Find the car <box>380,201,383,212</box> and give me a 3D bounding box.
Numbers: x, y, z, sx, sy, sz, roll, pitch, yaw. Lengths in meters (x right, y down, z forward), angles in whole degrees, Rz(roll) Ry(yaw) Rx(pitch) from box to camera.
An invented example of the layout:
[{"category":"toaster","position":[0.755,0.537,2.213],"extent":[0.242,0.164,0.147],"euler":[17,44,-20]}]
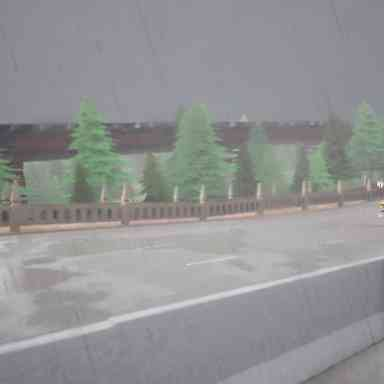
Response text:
[{"category":"car","position":[19.210,0.930,30.520],"extent":[5.008,1.535,1.882],"euler":[-4,3,-35]}]
